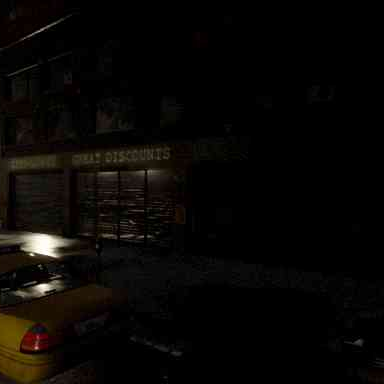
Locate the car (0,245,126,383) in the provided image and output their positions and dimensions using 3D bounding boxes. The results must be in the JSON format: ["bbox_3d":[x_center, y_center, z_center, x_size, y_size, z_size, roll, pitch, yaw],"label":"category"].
[{"bbox_3d":[-3.056,1.524,5.267,4.829,1.417,1.752,0,1,36],"label":"car"}]

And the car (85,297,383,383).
[{"bbox_3d":[1.628,1.551,1.922,4.403,1.369,2.008,0,1,36],"label":"car"}]
